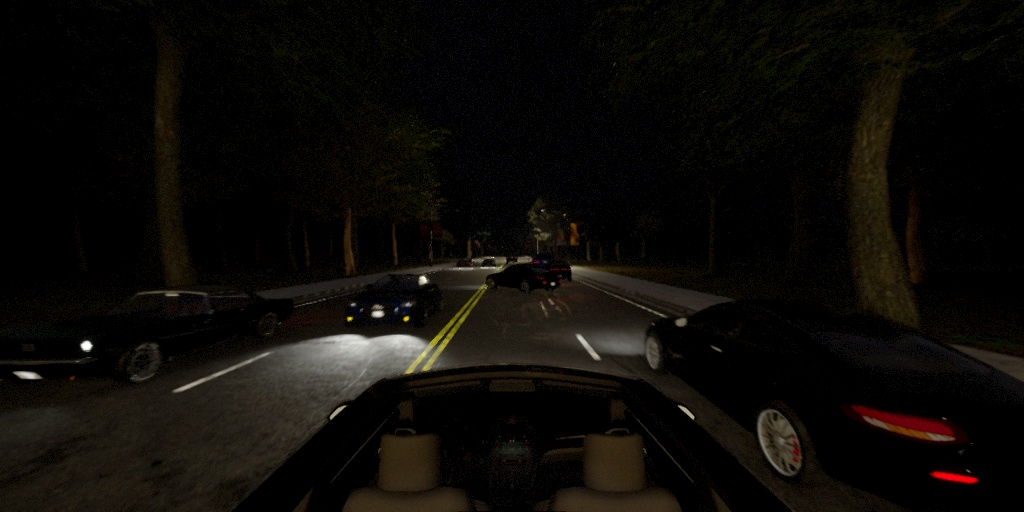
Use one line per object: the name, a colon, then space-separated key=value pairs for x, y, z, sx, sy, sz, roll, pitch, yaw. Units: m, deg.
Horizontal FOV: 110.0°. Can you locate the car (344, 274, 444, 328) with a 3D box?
car: x=-3.349 y=1.240 z=10.936 sx=1.994 sy=1.385 sz=4.181 roll=0 pitch=0 yaw=0

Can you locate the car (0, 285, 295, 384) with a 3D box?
car: x=-6.601 y=1.307 z=7.095 sx=1.895 sy=1.301 sz=4.718 roll=0 pitch=0 yaw=0

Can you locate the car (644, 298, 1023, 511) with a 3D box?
car: x=3.249 y=1.253 z=4.465 sx=1.812 sy=1.442 sz=4.674 roll=0 pitch=0 yaw=0

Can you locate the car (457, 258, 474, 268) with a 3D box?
car: x=-6.572 y=0.937 z=50.728 sx=1.994 sy=1.385 sz=4.181 roll=0 pitch=0 yaw=0

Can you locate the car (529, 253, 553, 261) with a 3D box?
car: x=3.237 y=0.692 z=37.492 sx=2.150 sy=2.045 sz=5.566 roll=0 pitch=0 yaw=0

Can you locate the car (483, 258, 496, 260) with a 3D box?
car: x=-3.326 y=0.923 z=52.769 sx=1.994 sy=1.385 sz=4.181 roll=0 pitch=0 yaw=0

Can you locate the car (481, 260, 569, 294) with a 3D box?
car: x=0.517 y=1.139 z=19.001 sx=1.812 sy=1.442 sz=4.674 roll=0 pitch=1 yaw=-39

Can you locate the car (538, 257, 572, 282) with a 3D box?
car: x=3.242 y=1.060 z=26.465 sx=1.837 sy=1.490 sz=4.892 roll=0 pitch=0 yaw=0
